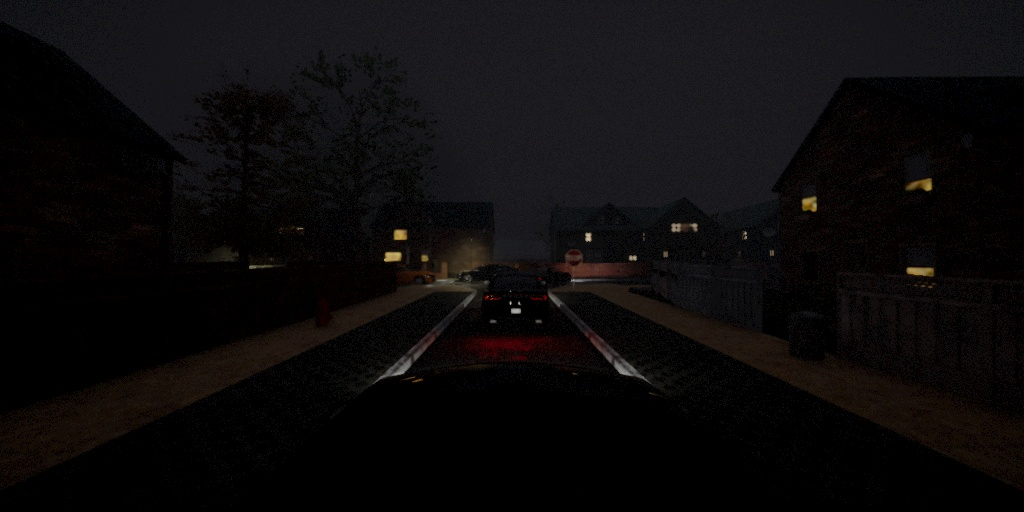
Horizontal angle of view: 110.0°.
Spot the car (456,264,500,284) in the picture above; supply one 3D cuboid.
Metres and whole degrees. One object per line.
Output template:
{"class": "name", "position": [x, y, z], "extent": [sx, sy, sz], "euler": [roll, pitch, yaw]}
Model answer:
{"class": "car", "position": [-1.867, 1.368, 27.880], "extent": [4.892, 1.490, 1.837], "euler": [0, -1, 1]}

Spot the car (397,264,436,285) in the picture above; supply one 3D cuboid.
{"class": "car", "position": [-7.832, 1.321, 25.011], "extent": [5.008, 1.535, 1.882], "euler": [-1, -1, 0]}

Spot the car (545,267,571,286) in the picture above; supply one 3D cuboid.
{"class": "car", "position": [2.147, 1.347, 22.701], "extent": [1.895, 1.301, 4.718], "euler": [-1, 0, 28]}

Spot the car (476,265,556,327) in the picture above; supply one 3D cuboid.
{"class": "car", "position": [0.101, 1.233, 11.534], "extent": [1.882, 1.535, 5.008], "euler": [0, 0, 0]}

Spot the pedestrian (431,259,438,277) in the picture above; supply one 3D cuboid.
{"class": "pedestrian", "position": [-6.715, 1.123, 30.865], "extent": [0.375, 1.860, 0.375], "euler": [0, -1, 1]}
